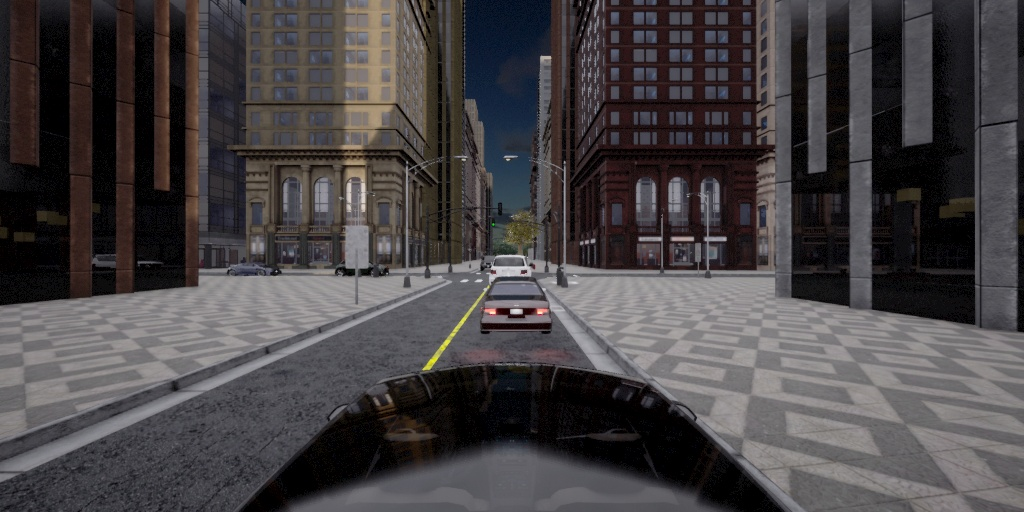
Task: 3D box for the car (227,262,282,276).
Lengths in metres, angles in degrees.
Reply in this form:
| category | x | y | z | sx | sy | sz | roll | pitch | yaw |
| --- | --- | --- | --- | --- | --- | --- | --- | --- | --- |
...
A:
| category | x | y | z | sx | sy | sz | roll | pitch | yaw |
| --- | --- | --- | --- | --- | --- | --- | --- | --- | --- |
| car | -23.866 | 1.237 | 33.296 | 4.181 | 1.385 | 1.994 | 0 | 0 | 0 |

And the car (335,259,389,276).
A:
| category | x | y | z | sx | sy | sz | roll | pitch | yaw |
| --- | --- | --- | --- | --- | --- | --- | --- | --- | --- |
| car | -13.829 | 1.053 | 33.282 | 4.553 | 1.767 | 2.097 | 0 | 0 | 0 |

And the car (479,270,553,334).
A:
| category | x | y | z | sx | sy | sz | roll | pitch | yaw |
| --- | --- | --- | --- | --- | --- | --- | --- | --- | --- |
| car | 0.090 | 1.297 | 10.571 | 2.033 | 1.411 | 5.357 | 0 | 0 | 0 |

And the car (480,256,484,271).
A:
| category | x | y | z | sx | sy | sz | roll | pitch | yaw |
| --- | --- | --- | --- | --- | --- | --- | --- | --- | --- |
| car | -3.138 | 0.970 | 49.446 | 2.150 | 2.045 | 5.566 | 0 | 0 | -1 |

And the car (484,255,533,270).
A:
| category | x | y | z | sx | sy | sz | roll | pitch | yaw |
| --- | --- | --- | --- | --- | --- | --- | --- | --- | --- |
| car | 0.013 | 0.971 | 20.815 | 2.150 | 2.045 | 5.566 | 0 | 0 | 4 |

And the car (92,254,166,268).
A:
| category | x | y | z | sx | sy | sz | roll | pitch | yaw |
| --- | --- | --- | --- | --- | --- | --- | --- | --- | --- |
| car | -35.552 | 0.867 | 33.299 | 5.566 | 2.045 | 2.150 | 0 | 0 | 0 |
